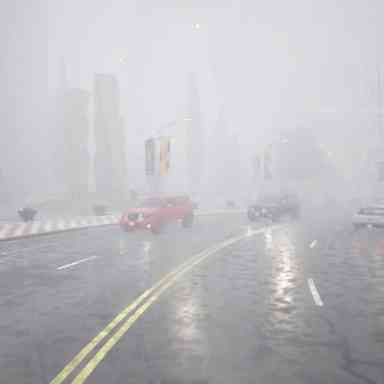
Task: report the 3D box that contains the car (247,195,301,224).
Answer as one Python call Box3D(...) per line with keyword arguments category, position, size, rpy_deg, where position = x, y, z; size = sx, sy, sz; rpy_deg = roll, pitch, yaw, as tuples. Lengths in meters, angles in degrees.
Box3D(category="car", position=(6.405, 1.221, 25.519), size=(2.150, 2.045, 5.566), rpy_deg=(0, 0, 41))

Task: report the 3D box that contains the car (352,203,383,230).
Box3D(category="car", position=(11.344, 1.601, 20.342), size=(1.895, 1.301, 4.718), rpy_deg=(0, 0, 39))

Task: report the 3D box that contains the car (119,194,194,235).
Box3D(category="car", position=(-1.840, 1.211, 19.494), size=(2.150, 2.045, 5.566), rpy_deg=(0, 1, 27))

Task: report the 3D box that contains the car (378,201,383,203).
Box3D(category="car", position=(18.276, 1.526, 30.658), size=(4.674, 1.442, 1.812), rpy_deg=(0, 0, -32))
